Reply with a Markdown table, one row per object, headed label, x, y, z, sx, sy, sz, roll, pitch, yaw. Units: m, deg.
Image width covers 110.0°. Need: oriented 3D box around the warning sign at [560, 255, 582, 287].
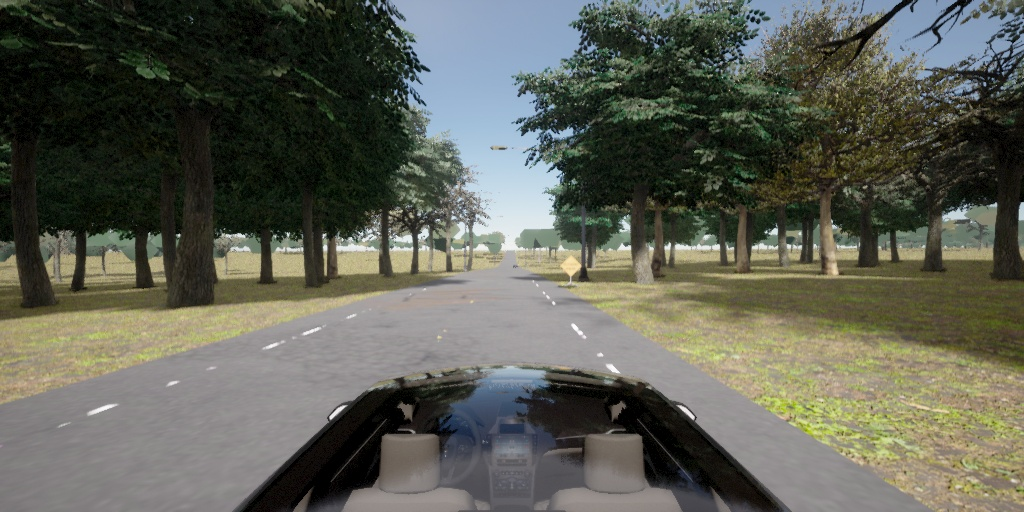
| label | x | y | z | sx | sy | sz | roll | pitch | yaw |
| --- | --- | --- | --- | --- | --- | --- | --- | --- | --- |
| warning sign | 3.550 | 0.893 | 21.747 | 1.300 | 1.860 | 1.060 | 0 | 0 | 0 |
